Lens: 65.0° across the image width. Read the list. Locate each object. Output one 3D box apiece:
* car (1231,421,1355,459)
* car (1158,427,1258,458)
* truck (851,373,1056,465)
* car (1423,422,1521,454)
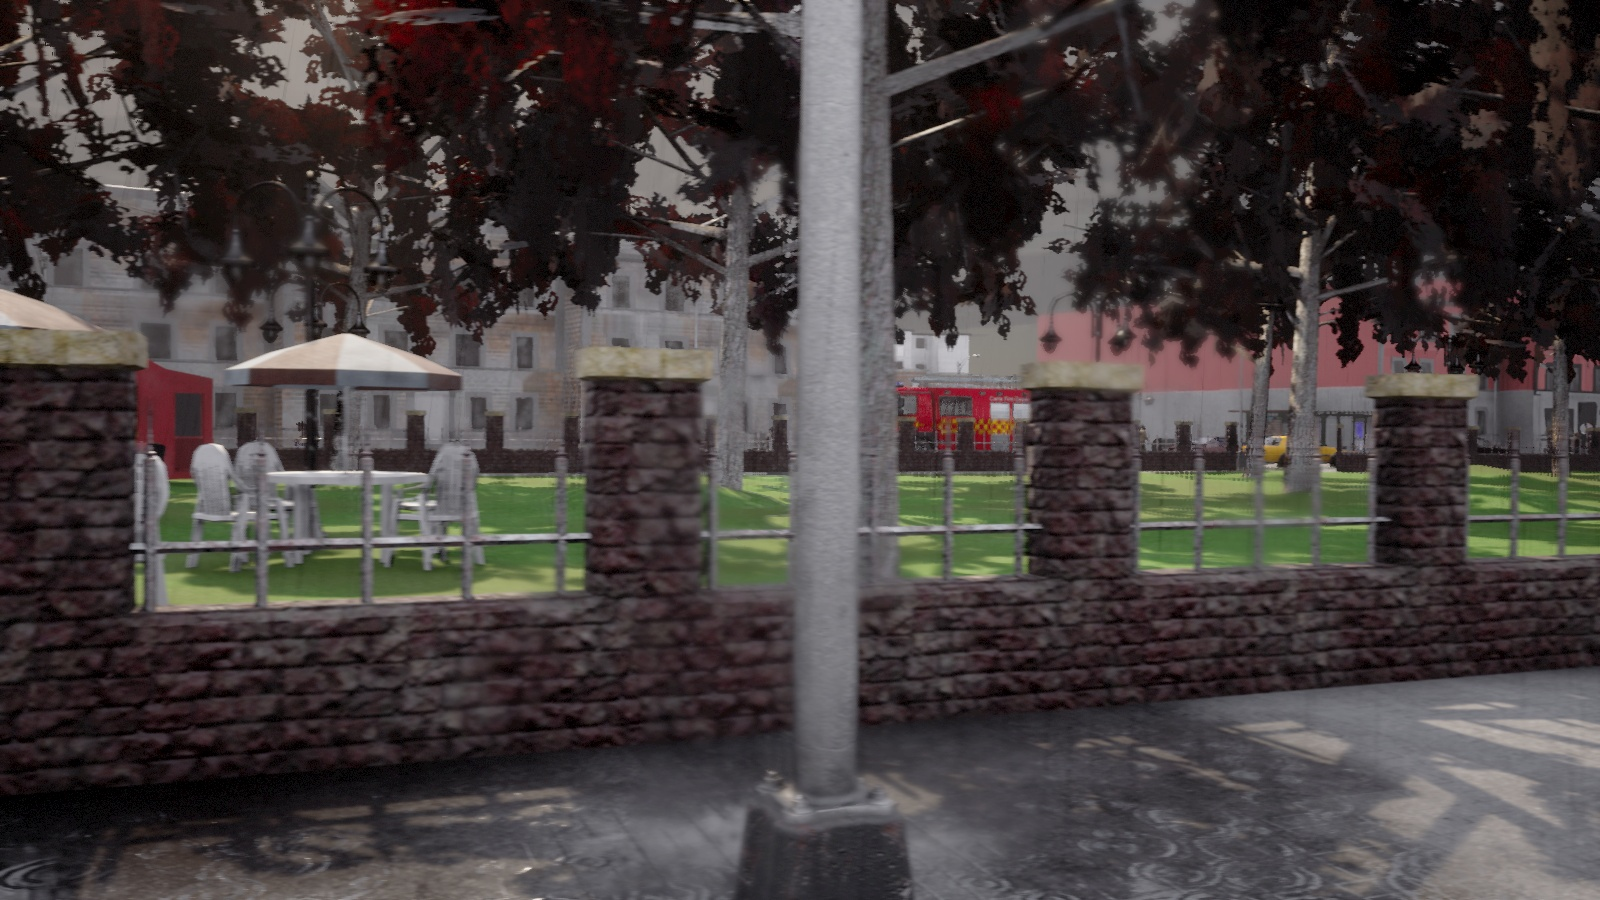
[{"bbox_3d":[22.133,-0.468,56.338,5.366,1.575,1.801,-1,1,-21],"label":"car"},{"bbox_3d":[19.358,-0.364,59.563,4.181,1.385,1.994,-1,1,-21],"label":"car"},{"bbox_3d":[6.692,-1.362,54.740,8.468,3.827,2.891,-1,1,-21],"label":"truck"},{"bbox_3d":[32.191,-0.578,60.157,4.193,1.474,1.816,-1,1,-21],"label":"car"}]
